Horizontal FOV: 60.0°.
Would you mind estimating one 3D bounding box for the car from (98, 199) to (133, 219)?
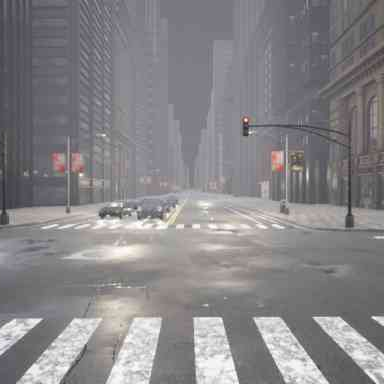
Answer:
[{"bbox_3d":[-6.564,1.531,29.366,2.033,1.411,5.357,0,0,4],"label":"car"}]

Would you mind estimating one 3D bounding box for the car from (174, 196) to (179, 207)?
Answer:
[{"bbox_3d":[-3.341,1.529,47.483,1.994,1.385,4.181,0,0,0],"label":"car"}]

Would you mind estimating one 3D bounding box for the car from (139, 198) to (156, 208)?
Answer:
[{"bbox_3d":[-6.588,1.563,49.551,1.895,1.301,4.718,0,0,0],"label":"car"}]

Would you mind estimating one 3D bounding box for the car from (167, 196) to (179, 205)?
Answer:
[{"bbox_3d":[-3.299,1.451,58.078,1.837,1.490,4.892,0,1,0],"label":"car"}]

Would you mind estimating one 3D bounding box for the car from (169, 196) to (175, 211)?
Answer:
[{"bbox_3d":[-3.338,1.523,37.584,2.033,1.411,5.357,0,0,0],"label":"car"}]

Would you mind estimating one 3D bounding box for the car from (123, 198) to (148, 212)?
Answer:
[{"bbox_3d":[-6.586,1.521,39.465,2.033,1.411,5.357,0,0,0],"label":"car"}]

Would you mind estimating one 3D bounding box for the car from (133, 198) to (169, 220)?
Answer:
[{"bbox_3d":[-3.340,1.336,28.109,2.097,1.767,4.553,0,0,0],"label":"car"}]
